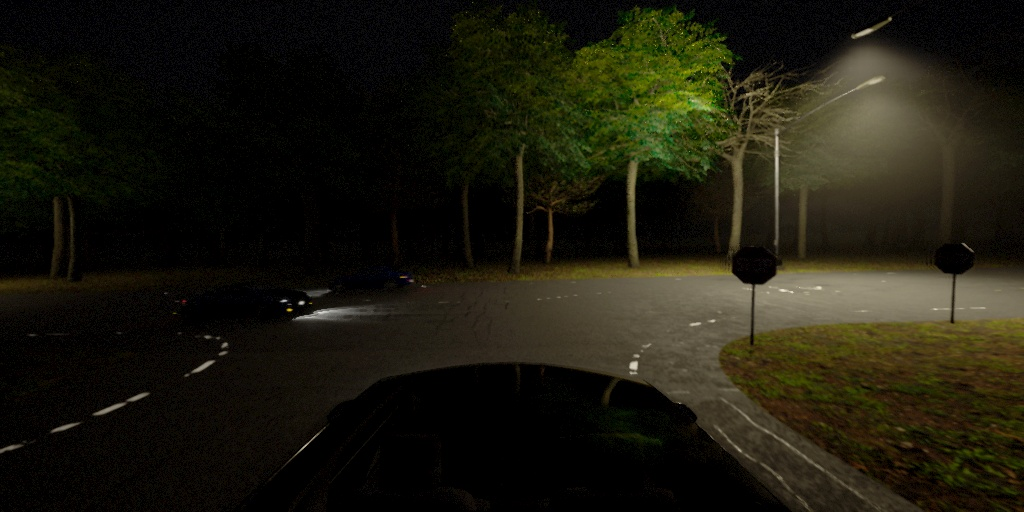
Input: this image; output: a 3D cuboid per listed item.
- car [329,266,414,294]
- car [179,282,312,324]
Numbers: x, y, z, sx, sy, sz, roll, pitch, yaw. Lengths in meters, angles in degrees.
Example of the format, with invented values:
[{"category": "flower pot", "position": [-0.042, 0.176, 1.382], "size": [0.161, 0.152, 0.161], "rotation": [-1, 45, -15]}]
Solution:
[{"category": "car", "position": [-8.134, 1.350, 20.859], "size": [4.674, 1.442, 1.812], "rotation": [-2, 2, -1]}, {"category": "car", "position": [-10.152, 1.705, 13.842], "size": [4.181, 1.385, 1.994], "rotation": [-2, 2, 0]}]
